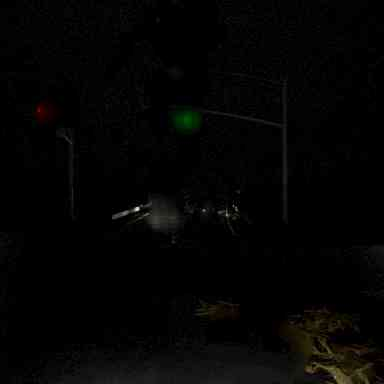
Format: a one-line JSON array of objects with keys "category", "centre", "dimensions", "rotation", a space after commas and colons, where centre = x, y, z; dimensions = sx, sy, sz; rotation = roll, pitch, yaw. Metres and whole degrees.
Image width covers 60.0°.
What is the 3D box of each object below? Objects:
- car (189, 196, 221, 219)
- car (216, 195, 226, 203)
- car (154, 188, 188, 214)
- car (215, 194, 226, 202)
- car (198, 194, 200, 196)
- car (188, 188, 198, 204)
[{"category": "car", "centre": [1.156, 1.350, 27.411], "dimensions": [1.994, 1.385, 4.181], "rotation": [0, 3, 5]}, {"category": "car", "centre": [5.990, 1.377, 68.374], "dimensions": [1.882, 1.535, 5.008], "rotation": [0, -1, 6]}, {"category": "car", "centre": [-2.056, 0.821, 31.533], "dimensions": [2.150, 2.045, 5.566], "rotation": [0, 3, 6]}, {"category": "car", "centre": [4.770, 1.123, 58.279], "dimensions": [1.812, 1.442, 4.674], "rotation": [0, -2, 7]}, {"category": "car", "centre": [0.401, 0.941, 52.497], "dimensions": [2.033, 1.411, 5.357], "rotation": [0, -1, 8]}, {"category": "car", "centre": [-0.949, 0.531, 41.960], "dimensions": [2.150, 2.045, 5.566], "rotation": [0, 1, 7]}]
